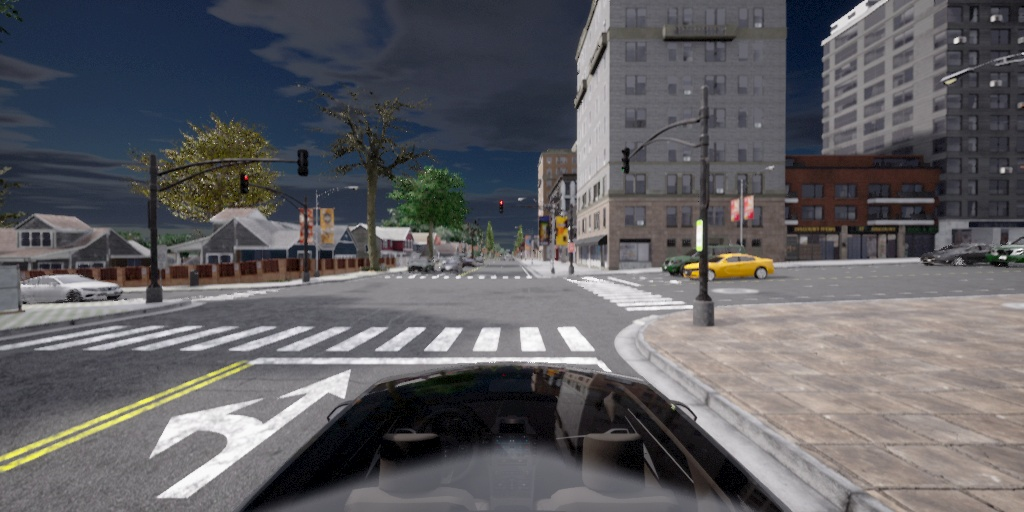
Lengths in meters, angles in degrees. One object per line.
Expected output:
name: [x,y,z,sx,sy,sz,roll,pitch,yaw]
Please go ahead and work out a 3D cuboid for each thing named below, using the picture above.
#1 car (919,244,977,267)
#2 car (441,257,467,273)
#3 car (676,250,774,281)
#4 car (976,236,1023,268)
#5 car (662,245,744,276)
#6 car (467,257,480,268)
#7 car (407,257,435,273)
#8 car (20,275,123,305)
car: [31.530,-0.058,25.026,4.892,1.490,1.837,-2,0,0]
car: [-6.599,1.067,39.576,2.128,1.511,4.902,0,1,0]
car: [13.030,0.641,21.733,5.008,1.535,1.882,-2,0,-1]
car: [32.574,-0.352,21.779,5.566,2.045,2.150,-2,0,0]
car: [13.450,0.341,24.980,5.566,2.045,2.150,-2,0,0]
car: [-6.586,1.079,55.424,2.033,1.411,5.357,0,0,0]
car: [-9.849,0.933,39.143,2.097,1.767,4.553,0,0,0]
car: [-22.987,1.692,18.441,4.674,1.442,1.812,-2,0,0]
